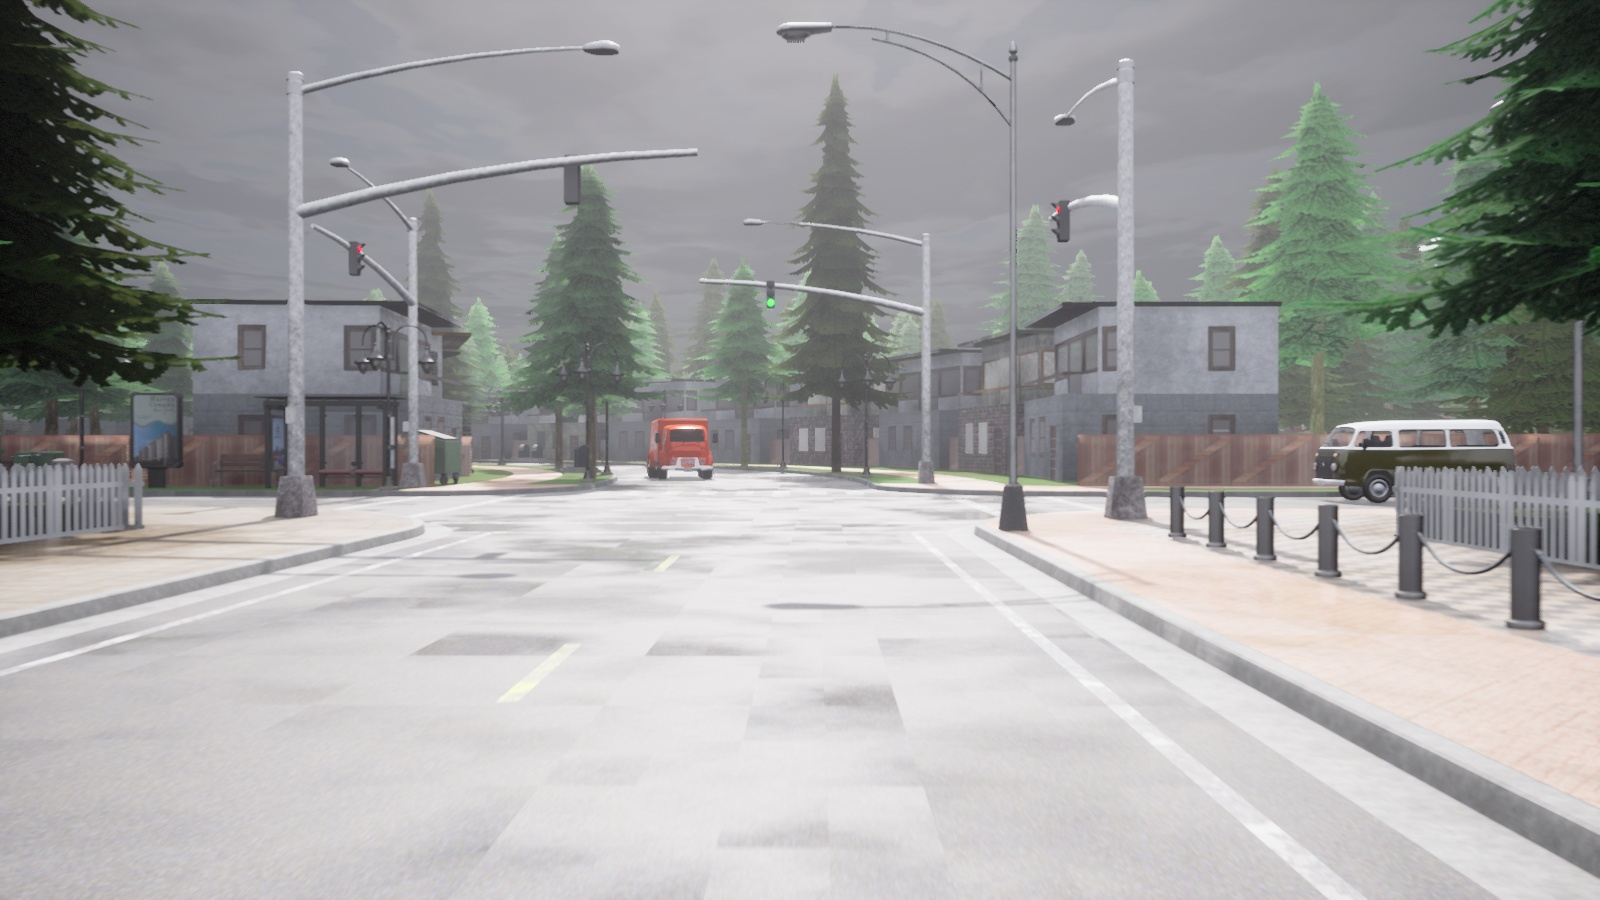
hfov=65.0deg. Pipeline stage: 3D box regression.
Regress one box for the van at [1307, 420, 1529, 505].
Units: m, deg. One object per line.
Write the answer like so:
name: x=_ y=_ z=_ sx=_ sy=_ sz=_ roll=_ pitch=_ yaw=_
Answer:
van: x=15.201 y=0.292 z=31.089 sx=4.480 sy=2.038 sz=2.069 roll=0 pitch=0 yaw=2

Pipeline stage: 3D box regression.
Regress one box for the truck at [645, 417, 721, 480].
truck: x=-4.886 y=-0.070 z=51.628 sx=2.627 sy=2.467 sz=5.204 roll=0 pitch=0 yaw=-11
